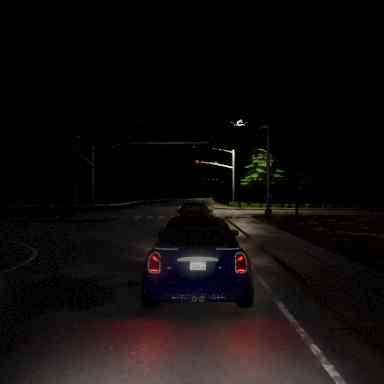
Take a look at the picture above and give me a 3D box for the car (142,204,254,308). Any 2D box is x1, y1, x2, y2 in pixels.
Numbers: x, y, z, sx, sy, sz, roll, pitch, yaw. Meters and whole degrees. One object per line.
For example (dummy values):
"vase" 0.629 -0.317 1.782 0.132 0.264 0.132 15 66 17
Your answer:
"car" 0.106 1.347 8.093 2.097 1.767 4.553 0 0 0

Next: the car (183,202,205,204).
"car" 0.116 1.338 18.214 2.097 1.767 4.553 0 0 0
